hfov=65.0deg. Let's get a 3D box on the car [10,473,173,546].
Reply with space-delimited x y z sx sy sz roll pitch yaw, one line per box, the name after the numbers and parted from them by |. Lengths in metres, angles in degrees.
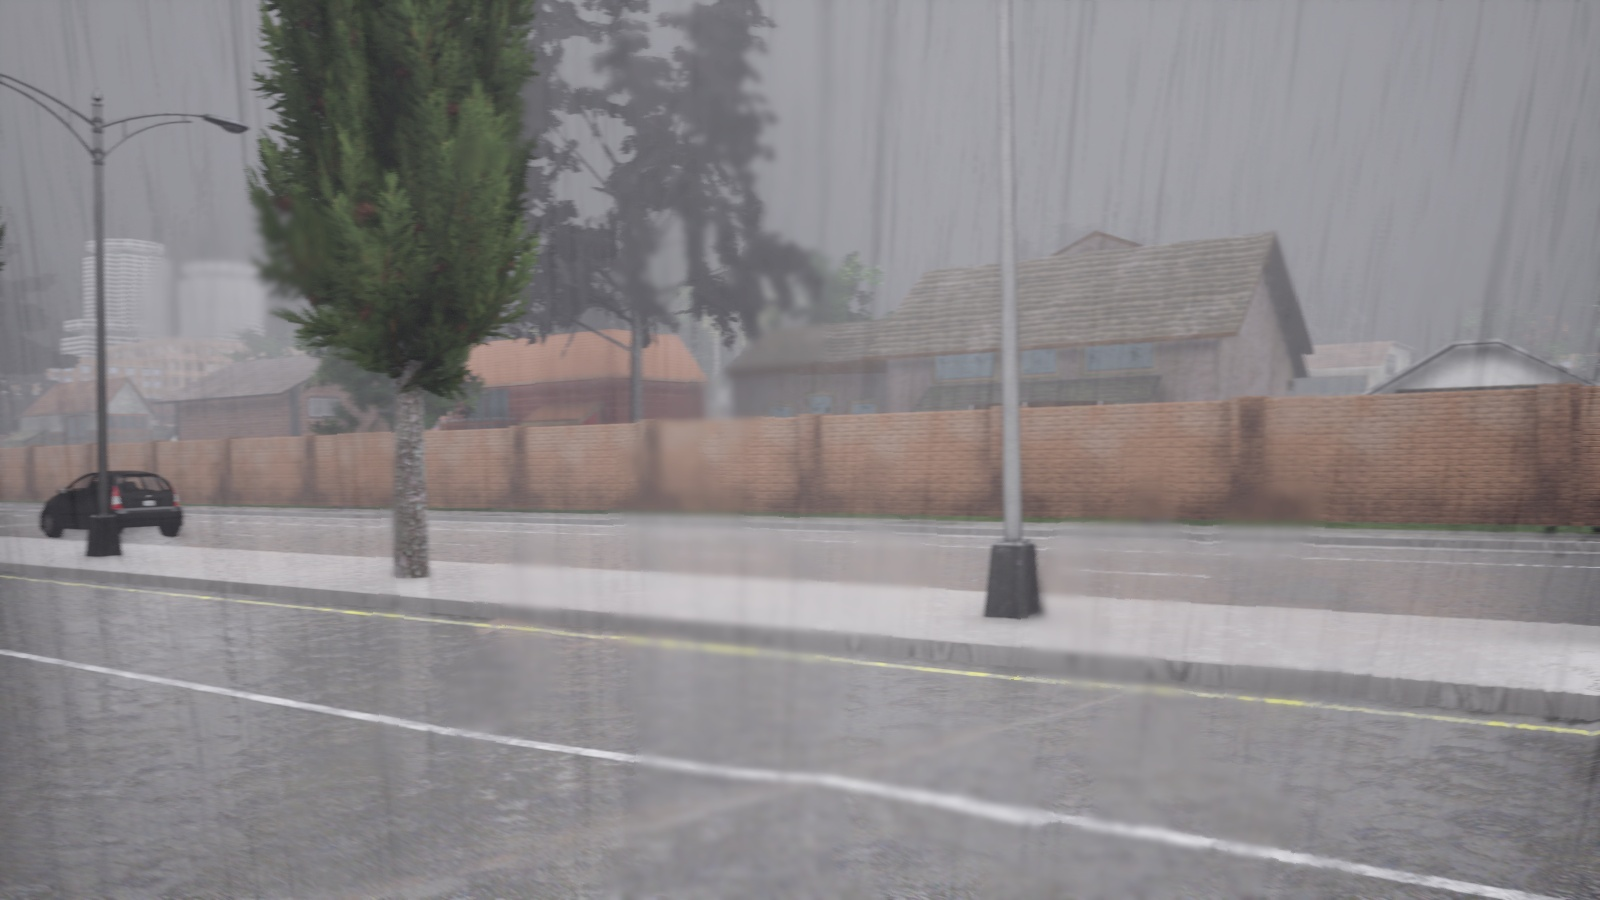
-17.104 1.400 30.264 3.988 1.617 1.851 -2 0 35 | car
